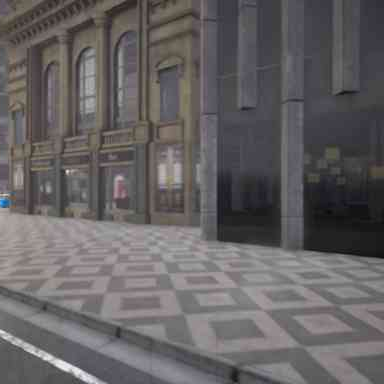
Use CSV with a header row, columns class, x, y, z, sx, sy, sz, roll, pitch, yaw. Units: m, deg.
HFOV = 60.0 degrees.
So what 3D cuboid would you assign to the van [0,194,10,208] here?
class,x,y,z,sx,sy,sz,roll,pitch,yaw
van,-21.804,1.123,41.478,1.690,1.788,3.998,0,0,36
